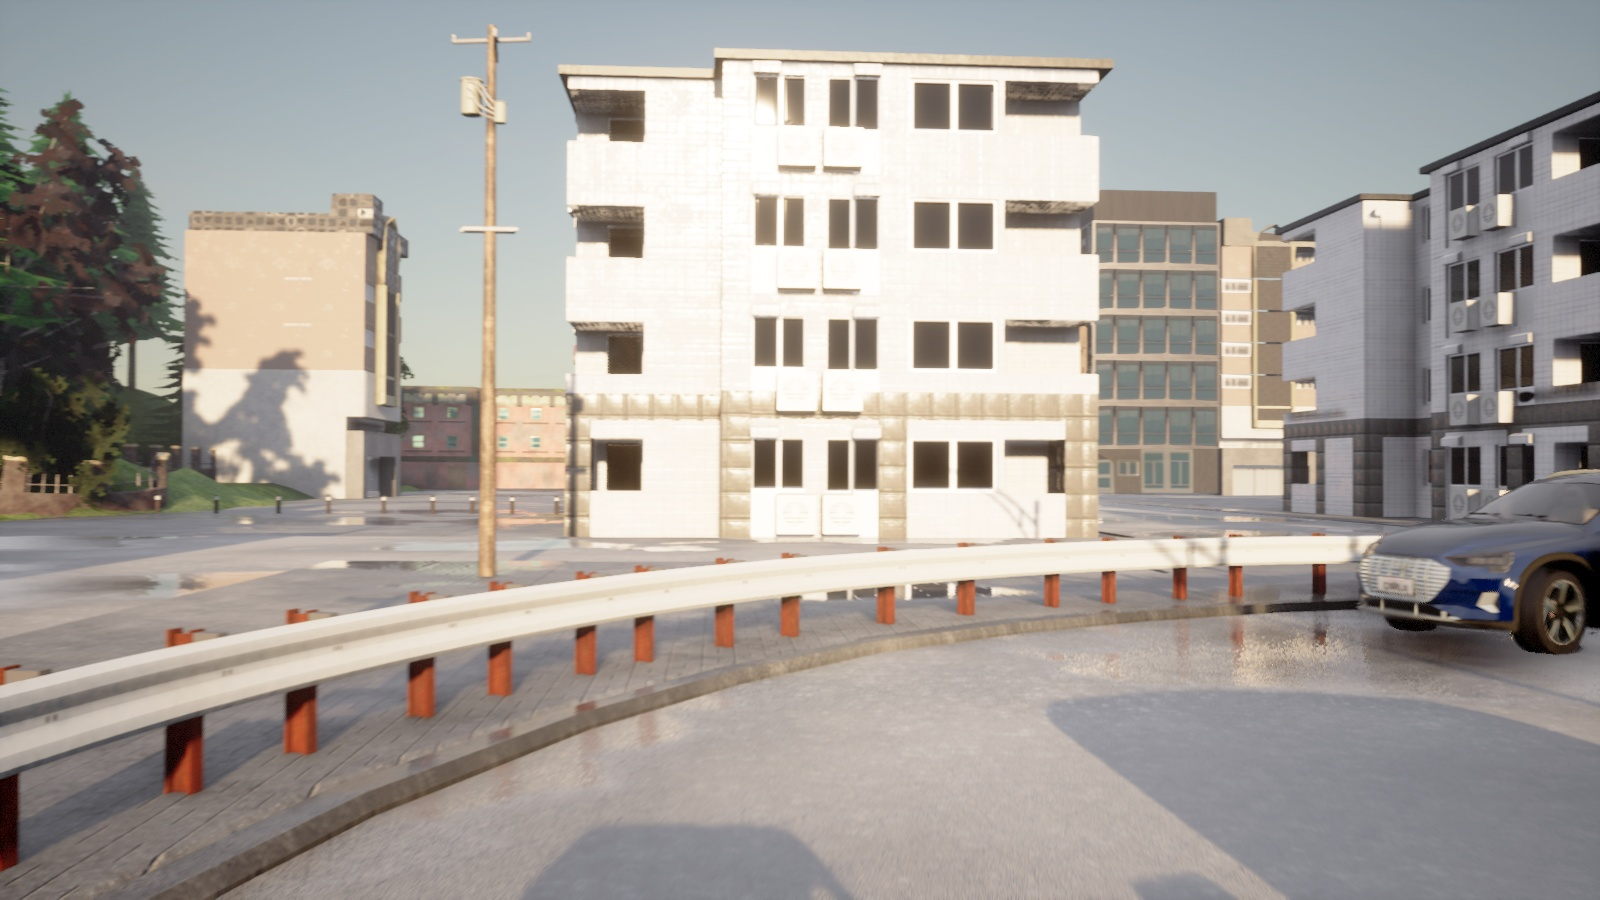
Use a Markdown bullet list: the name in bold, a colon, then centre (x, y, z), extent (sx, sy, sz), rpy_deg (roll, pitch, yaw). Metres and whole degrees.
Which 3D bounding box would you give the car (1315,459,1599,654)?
- **car**: centre (7.782, 0.927, 12.248), extent (4.856, 1.649, 2.033), rpy_deg (0, -1, -16)
